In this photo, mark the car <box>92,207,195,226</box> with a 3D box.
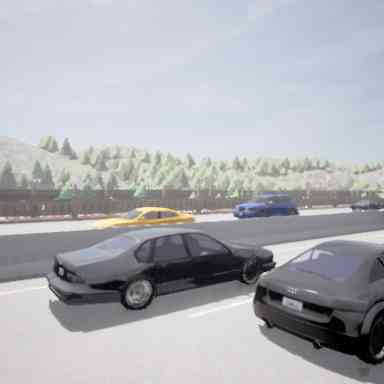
[{"bbox_3d":[-2.109,1.466,15.372,5.008,1.535,1.882,0,0,-35],"label":"car"}]

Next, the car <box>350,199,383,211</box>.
[{"bbox_3d":[21.525,1.597,40.644,5.357,1.411,2.033,0,0,-35],"label":"car"}]

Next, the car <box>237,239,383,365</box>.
[{"bbox_3d":[3.061,1.562,5.901,4.181,1.385,1.994,0,0,-36],"label":"car"}]

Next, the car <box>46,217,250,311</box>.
[{"bbox_3d":[-0.421,1.542,7.739,5.357,1.411,2.033,0,0,-35],"label":"car"}]

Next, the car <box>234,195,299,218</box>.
[{"bbox_3d":[5.717,1.220,25.213,5.566,2.045,2.150,0,0,-35],"label":"car"}]
